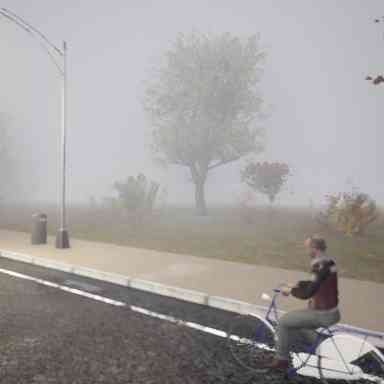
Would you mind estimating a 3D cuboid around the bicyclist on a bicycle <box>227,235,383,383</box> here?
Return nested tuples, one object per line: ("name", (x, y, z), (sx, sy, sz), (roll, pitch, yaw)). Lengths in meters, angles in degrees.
("bicyclist on a bicycle", (1.195, 1.361, 3.781), (1.843, 1.776, 0.659), (1, 1, 35))
